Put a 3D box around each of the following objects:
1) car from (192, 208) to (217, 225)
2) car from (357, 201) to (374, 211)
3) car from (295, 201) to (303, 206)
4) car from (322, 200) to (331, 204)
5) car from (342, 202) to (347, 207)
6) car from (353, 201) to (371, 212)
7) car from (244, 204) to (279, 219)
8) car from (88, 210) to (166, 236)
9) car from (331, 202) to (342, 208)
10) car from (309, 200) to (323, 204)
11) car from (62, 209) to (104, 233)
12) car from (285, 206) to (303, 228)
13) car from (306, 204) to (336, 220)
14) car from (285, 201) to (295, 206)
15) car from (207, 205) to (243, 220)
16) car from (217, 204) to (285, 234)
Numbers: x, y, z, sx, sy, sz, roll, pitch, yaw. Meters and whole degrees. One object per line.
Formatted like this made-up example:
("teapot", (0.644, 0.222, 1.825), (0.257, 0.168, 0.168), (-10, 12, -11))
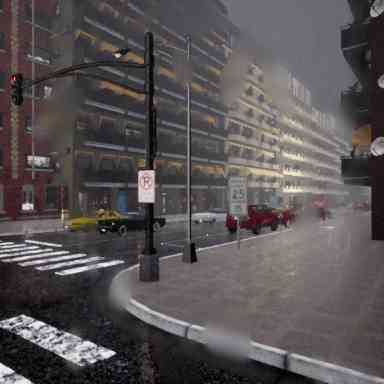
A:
("car", (1.962, 2.093, 29.022), (1.895, 1.301, 4.718), (0, -1, 35))
("car", (33.300, 2.622, 63.751), (2.192, 1.841, 5.009), (-1, -2, 35))
("car", (16.680, 2.340, 54.576), (2.192, 1.841, 5.009), (-1, -2, 35))
("car", (26.429, 2.640, 68.490), (2.192, 1.841, 5.009), (-1, -2, 35))
("car", (39.432, 3.282, 87.040), (1.947, 1.339, 4.313), (-1, -2, 35))
("car", (30.050, 2.522, 59.112), (2.192, 1.841, 5.009), (-1, -2, 35))
("car", (7.939, 2.171, 37.532), (2.128, 1.511, 4.902), (0, -1, 35))
("car", (-3.787, 1.911, 20.817), (1.895, 1.301, 4.718), (0, -1, 35))
("car", (32.931, 3.067, 77.762), (1.887, 1.381, 4.507), (-1, -2, 35))
("car", (23.182, 2.771, 63.847), (1.887, 1.381, 4.507), (-1, -2, 35))
("car", (-6.165, 1.834, 21.962), (1.752, 1.417, 4.829), (-1, -2, 35))
("car", (7.304, 2.043, 26.638), (1.887, 1.381, 4.507), (-1, -2, 35))
("car", (13.804, 2.284, 35.914), (1.802, 1.307, 4.206), (-1, -2, 35))
("car", (13.333, 2.446, 49.792), (1.752, 1.417, 4.829), (-1, -2, 35))
("car", (3.682, 2.164, 36.016), (1.887, 1.381, 4.507), (-1, -2, 35))
("car", (4.053, 1.711, 22.006), (2.192, 1.841, 5.009), (-1, -2, 35))
